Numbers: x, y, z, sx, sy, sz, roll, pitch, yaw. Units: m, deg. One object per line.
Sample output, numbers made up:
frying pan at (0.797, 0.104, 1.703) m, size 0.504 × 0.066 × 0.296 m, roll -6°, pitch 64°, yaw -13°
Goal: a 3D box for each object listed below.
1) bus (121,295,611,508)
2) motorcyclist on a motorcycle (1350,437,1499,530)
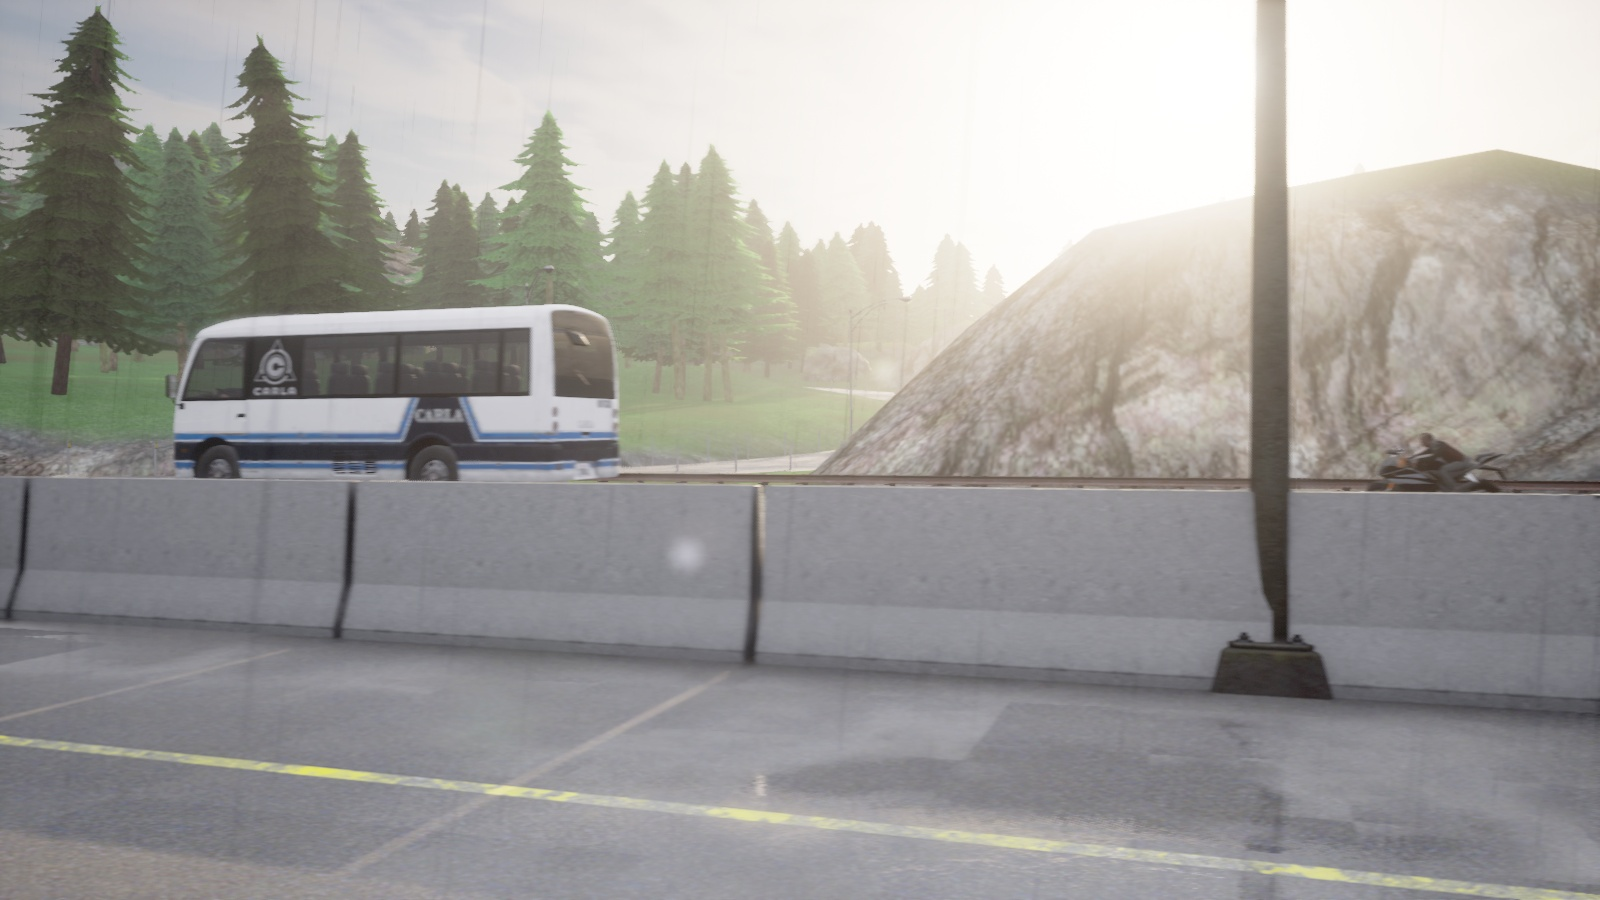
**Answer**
bus at (-9.850, -1.046, 28.641) m, size 10.273 × 4.253 × 3.944 m, roll 1°, pitch 1°, yaw 19°
motorcyclist on a motorcycle at (10.765, 0.554, 21.726) m, size 2.191 × 1.530 × 0.866 m, roll 1°, pitch 1°, yaw 19°
